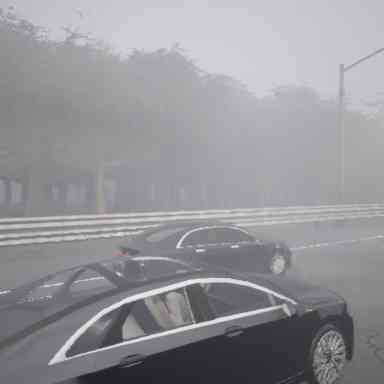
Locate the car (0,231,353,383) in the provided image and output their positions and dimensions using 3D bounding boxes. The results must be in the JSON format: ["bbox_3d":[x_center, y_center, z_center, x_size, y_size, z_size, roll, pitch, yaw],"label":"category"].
[{"bbox_3d":[-0.161,1.484,3.665,4.902,1.511,2.128,0,0,-35],"label":"car"}]

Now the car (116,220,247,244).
[{"bbox_3d":[0.452,1.478,8.374,4.892,1.490,1.837,-1,1,-35],"label":"car"}]
